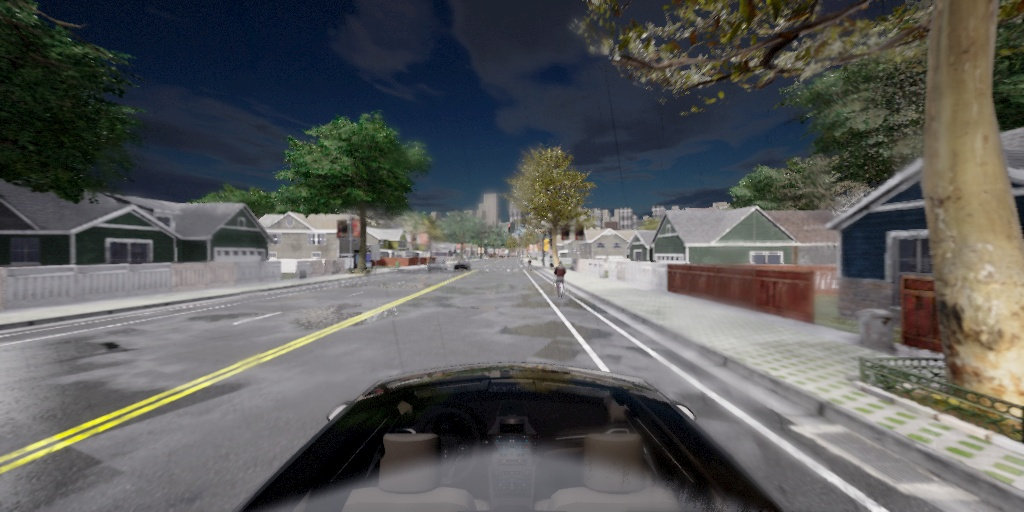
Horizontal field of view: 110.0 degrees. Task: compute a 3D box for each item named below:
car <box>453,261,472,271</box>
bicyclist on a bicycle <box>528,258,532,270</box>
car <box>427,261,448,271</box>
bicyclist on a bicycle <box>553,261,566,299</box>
[{"bbox_3d":[-6.496,1.279,47.242,1.895,1.301,4.718,0,0,0],"label":"car"},{"bbox_3d":[2.241,1.053,44.826,0.659,1.776,1.843,0,0,0],"label":"bicyclist on a bicycle"},{"bbox_3d":[-9.746,1.279,47.244,1.895,1.301,4.718,0,0,0],"label":"car"},{"bbox_3d":[2.231,1.098,16.822,0.659,1.776,1.843,0,0,0],"label":"bicyclist on a bicycle"}]
